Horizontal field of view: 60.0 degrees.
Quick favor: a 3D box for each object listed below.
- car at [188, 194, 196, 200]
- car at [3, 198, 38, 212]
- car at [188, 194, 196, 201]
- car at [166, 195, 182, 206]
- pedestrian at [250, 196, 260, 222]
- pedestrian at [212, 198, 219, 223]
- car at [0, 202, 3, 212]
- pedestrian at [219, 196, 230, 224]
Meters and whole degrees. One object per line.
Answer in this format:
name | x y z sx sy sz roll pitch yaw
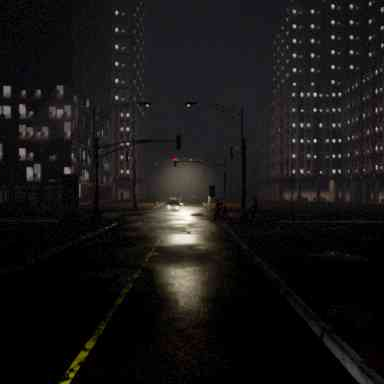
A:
car | -0.016 1.329 88.998 2.033 1.411 5.357 0 0 0
car | -19.212 1.349 36.368 4.097 1.590 1.967 0 -1 -1
car | -0.013 1.551 79.023 1.895 1.301 4.718 0 0 0
car | -3.092 1.541 54.707 1.994 1.385 4.181 0 0 0
pedestrian | 4.259 1.132 22.698 0.375 1.860 0.375 0 0 0
pedestrian | 1.789 1.286 23.297 0.375 1.860 0.375 0 0 0
car | -18.901 1.407 27.732 4.829 1.417 1.752 0 -1 -1
pedestrian | 2.154 1.134 22.097 0.375 1.860 0.375 0 0 0
